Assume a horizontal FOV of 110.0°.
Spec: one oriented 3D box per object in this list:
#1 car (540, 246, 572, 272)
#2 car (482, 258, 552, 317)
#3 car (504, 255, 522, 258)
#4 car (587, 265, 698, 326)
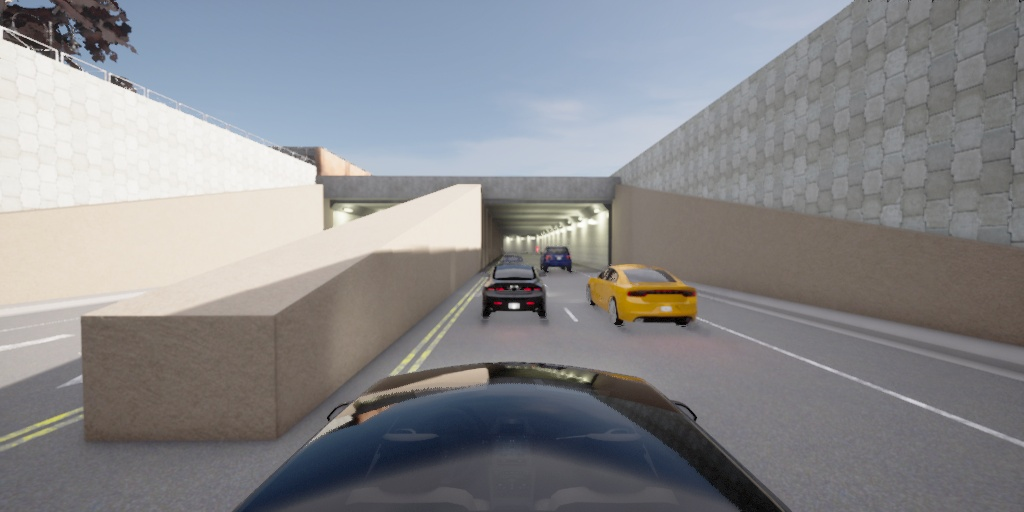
[{"bbox_3d":[3.586,0.217,29.837,2.150,2.045,5.566,0,1,0],"label":"car"},{"bbox_3d":[0.071,0.984,11.834,1.837,1.490,4.892,0,2,0],"label":"car"},{"bbox_3d":[0.068,0.648,25.965,2.033,1.411,5.357,0,2,0],"label":"car"},{"bbox_3d":[3.563,0.986,10.701,1.882,1.535,5.008,0,2,0],"label":"car"}]
